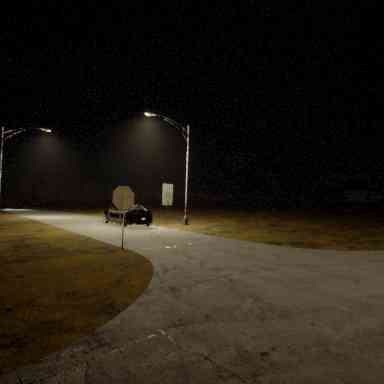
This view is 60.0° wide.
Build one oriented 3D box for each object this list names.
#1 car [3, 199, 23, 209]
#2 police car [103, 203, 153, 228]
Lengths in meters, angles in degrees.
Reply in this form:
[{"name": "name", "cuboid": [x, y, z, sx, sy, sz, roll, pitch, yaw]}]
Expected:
[{"name": "car", "cuboid": [-24.684, 1.596, 45.762, 1.994, 1.385, 4.181, 3, -2, -36]}, {"name": "police car", "cuboid": [-4.619, 1.516, 23.203, 1.930, 1.638, 5.238, 3, -2, -36]}]
